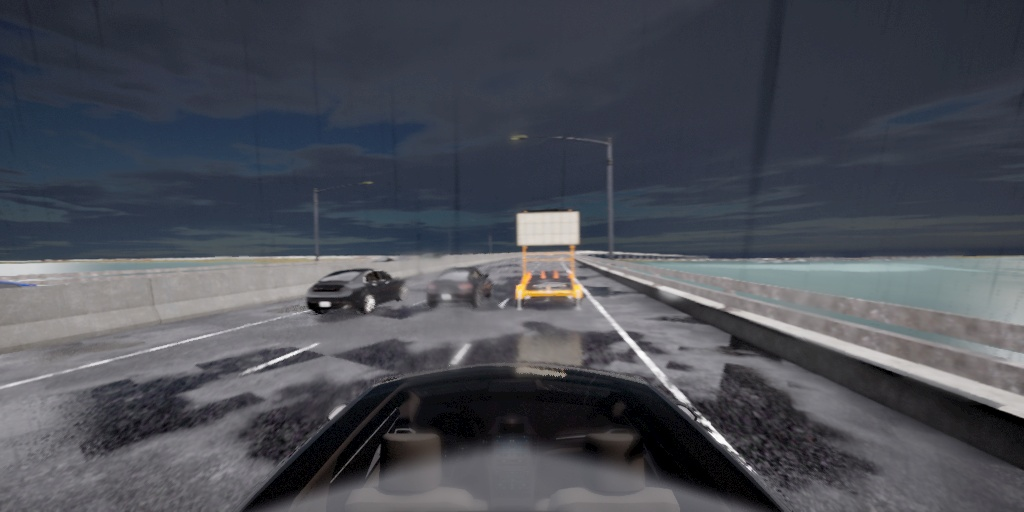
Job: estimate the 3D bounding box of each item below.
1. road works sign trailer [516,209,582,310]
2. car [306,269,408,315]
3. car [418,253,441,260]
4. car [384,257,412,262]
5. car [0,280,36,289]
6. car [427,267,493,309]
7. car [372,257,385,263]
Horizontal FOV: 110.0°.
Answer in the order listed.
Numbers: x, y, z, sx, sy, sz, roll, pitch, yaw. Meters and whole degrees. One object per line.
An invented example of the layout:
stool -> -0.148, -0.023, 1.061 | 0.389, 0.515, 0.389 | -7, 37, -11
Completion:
road works sign trailer -> 1.418, 0.031, 13.688 | 2.380, 3.560, 2.880 | 0, 0, 6
car -> -5.542, 1.213, 13.494 | 1.837, 1.490, 4.892 | -1, 1, 6
car -> -11.973, 0.552, 52.274 | 2.150, 2.045, 5.566 | -1, 1, 7
car -> -15.649, 0.914, 50.971 | 2.128, 1.511, 4.902 | -1, 1, 7
car -> -16.619, 1.447, 10.367 | 1.882, 1.535, 5.008 | -1, 1, 6
car -> -1.949, 1.152, 14.217 | 1.812, 1.442, 4.674 | -1, 1, 6
car -> -18.904, 0.937, 53.160 | 1.882, 1.535, 5.008 | -1, 1, 7
